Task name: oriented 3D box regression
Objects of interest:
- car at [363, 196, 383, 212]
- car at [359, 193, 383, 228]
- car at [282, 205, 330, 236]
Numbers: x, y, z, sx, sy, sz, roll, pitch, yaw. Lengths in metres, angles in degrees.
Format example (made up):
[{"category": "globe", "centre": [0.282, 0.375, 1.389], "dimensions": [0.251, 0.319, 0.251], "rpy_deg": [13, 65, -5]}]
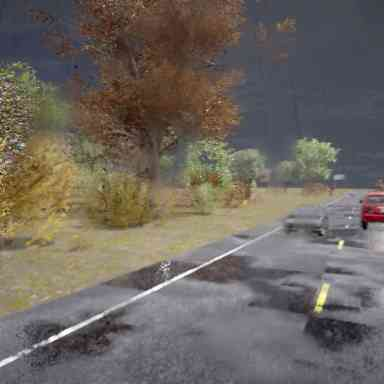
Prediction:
[{"category": "car", "centre": [19.116, 1.209, 35.231], "dimensions": [1.812, 1.442, 4.674], "rpy_deg": [0, 0, 27]}, {"category": "car", "centre": [11.410, 1.044, 20.026], "dimensions": [2.150, 2.045, 5.566], "rpy_deg": [0, 1, 27]}, {"category": "car", "centre": [6.269, 1.425, 17.807], "dimensions": [2.033, 1.411, 5.357], "rpy_deg": [0, 0, 27]}]
